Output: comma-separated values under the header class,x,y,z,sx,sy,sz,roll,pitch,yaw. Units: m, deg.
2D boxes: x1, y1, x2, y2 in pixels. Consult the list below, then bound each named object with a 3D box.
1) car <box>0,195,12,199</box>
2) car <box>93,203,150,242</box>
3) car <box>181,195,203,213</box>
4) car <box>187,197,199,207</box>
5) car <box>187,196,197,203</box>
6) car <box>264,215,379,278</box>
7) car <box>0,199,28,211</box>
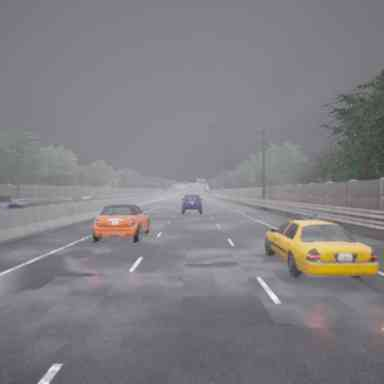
class,x,y,z,sx,sy,sz,roll,pitch,yaw
car,-17.540,1.278,28.607,2.150,2.045,5.566,0,0,1
car,-3.394,1.380,16.775,2.097,1.767,4.553,0,0,0
car,0.010,1.296,37.357,2.150,2.045,5.566,0,0,0
car,0.116,1.579,53.202,1.882,1.535,5.008,0,0,0
car,0.022,1.664,73.466,2.033,1.411,5.357,0,0,0
car,3.504,1.471,10.164,1.801,1.575,5.366,0,0,0
car,-14.065,1.523,24.676,1.882,1.535,5.008,0,0,0
